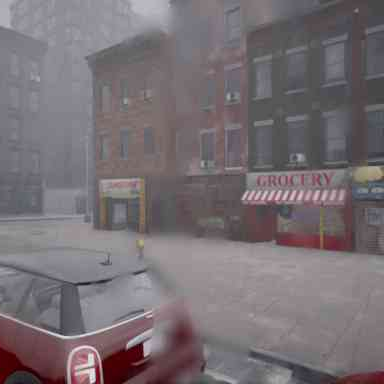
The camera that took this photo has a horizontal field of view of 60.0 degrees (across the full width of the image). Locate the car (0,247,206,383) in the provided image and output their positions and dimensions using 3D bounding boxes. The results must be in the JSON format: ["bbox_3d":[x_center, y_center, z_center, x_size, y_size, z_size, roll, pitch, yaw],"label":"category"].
[{"bbox_3d":[-1.929,1.441,4.219,4.097,1.590,1.967,0,0,36],"label":"car"}]

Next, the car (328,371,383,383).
[{"bbox_3d":[2.533,1.545,0.998,4.507,1.381,1.887,0,0,36],"label":"car"}]
